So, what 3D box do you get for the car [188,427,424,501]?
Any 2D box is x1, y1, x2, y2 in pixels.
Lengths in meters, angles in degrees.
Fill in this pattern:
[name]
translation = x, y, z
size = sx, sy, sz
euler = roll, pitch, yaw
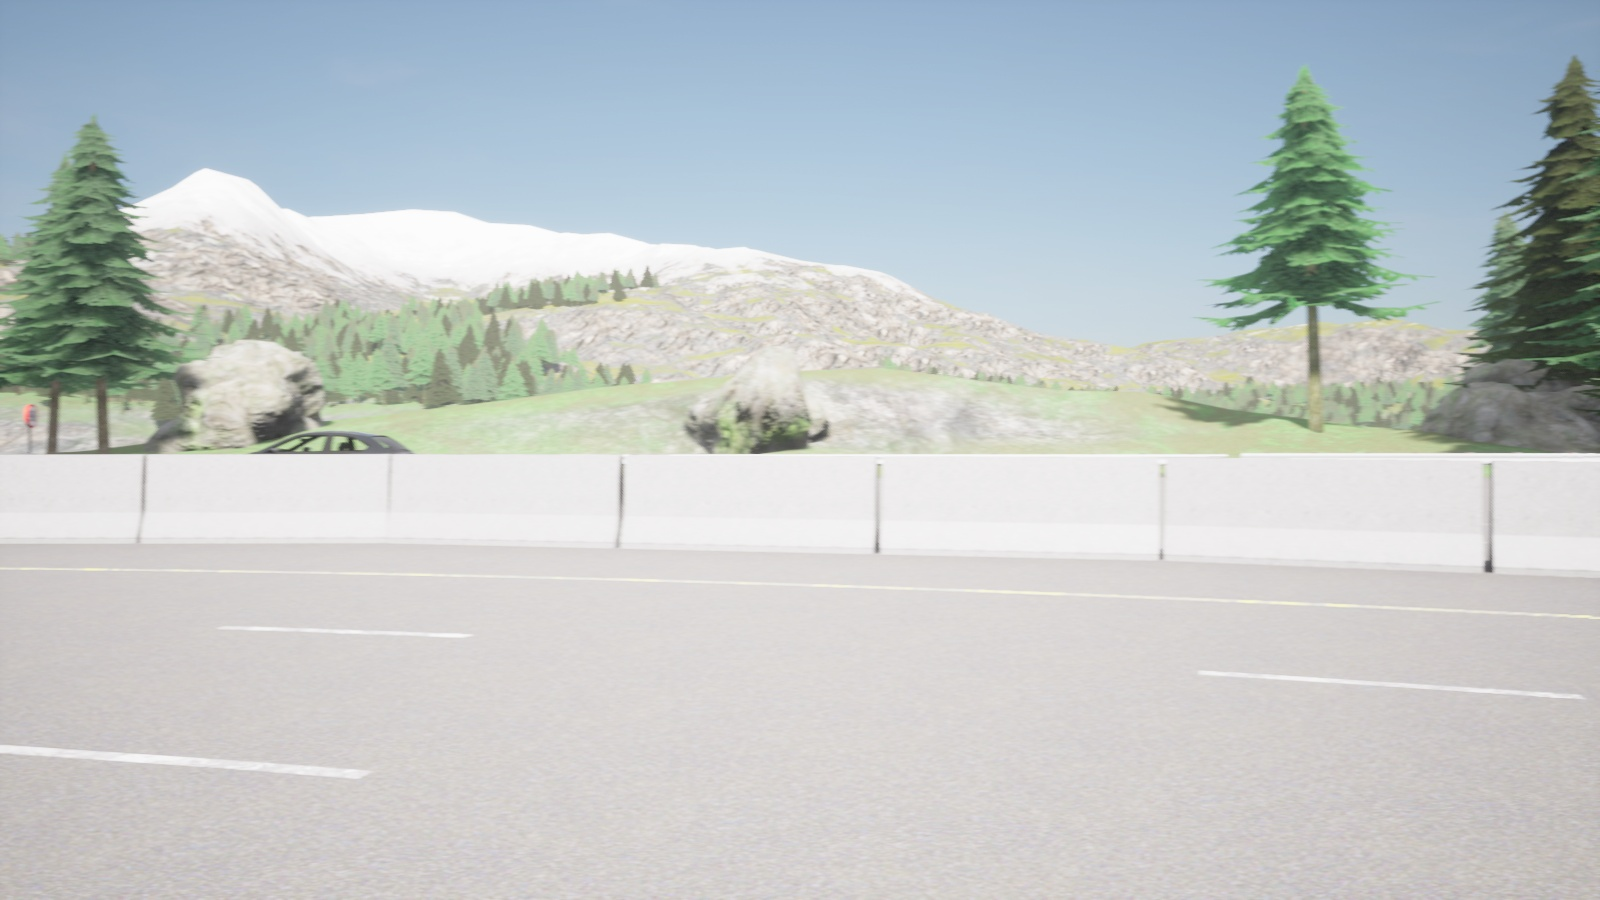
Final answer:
[car]
translation = -10.238, 0.262, 26.220
size = 4.193, 1.474, 1.816
euler = 0, 1, 2
